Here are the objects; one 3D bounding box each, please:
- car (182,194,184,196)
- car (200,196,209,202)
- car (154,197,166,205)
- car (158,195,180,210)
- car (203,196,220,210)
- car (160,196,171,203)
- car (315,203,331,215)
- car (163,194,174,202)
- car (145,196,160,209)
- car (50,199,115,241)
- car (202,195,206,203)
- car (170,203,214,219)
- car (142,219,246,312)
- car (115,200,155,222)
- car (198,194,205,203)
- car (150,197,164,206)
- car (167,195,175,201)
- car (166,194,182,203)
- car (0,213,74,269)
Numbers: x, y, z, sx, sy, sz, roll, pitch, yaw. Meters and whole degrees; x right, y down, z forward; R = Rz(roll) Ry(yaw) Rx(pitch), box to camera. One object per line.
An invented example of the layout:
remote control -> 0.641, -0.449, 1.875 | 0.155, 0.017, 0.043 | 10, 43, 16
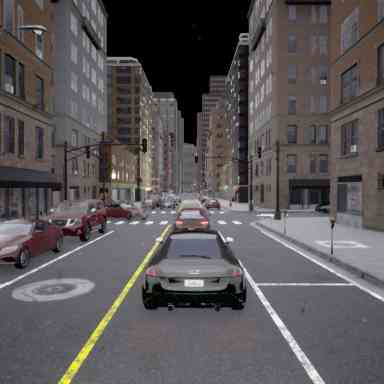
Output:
car -> -3.095, 1.578, 66.786 | 1.812, 1.442, 4.674 | 0, 0, 0
car -> 2.770, 1.616, 77.090 | 1.887, 1.381, 4.507 | -1, 0, 0
car -> -5.738, 1.566, 60.198 | 1.752, 1.417, 4.829 | -1, 0, 0
car -> -3.143, 1.511, 44.373 | 2.128, 1.511, 4.902 | 0, 0, 0
car -> 2.804, 1.600, 43.710 | 1.802, 1.307, 4.206 | -1, 0, 0
car -> -5.750, 1.611, 71.497 | 2.008, 1.369, 4.403 | -1, 0, 0
car -> 14.829, 1.431, 32.250 | 5.357, 1.411, 2.033 | 0, 1, 2
car -> -5.764, 1.399, 82.628 | 2.192, 1.841, 5.009 | -1, 0, 0
car -> -5.721, 1.600, 43.673 | 1.802, 1.307, 4.206 | -1, 0, 0
car -> -5.696, 1.315, 16.673 | 2.192, 1.841, 5.009 | -1, 0, 0
car -> 2.798, 1.550, 49.443 | 1.752, 1.417, 4.829 | -1, 0, 0
car -> 0.003, 1.526, 16.957 | 1.812, 1.442, 4.674 | 0, 0, 0
car -> 0.058, 1.563, 7.820 | 1.994, 1.385, 4.181 | 0, 0, 1
car -> -5.518, 1.571, 26.715 | 4.674, 1.442, 1.812 | -1, -2, 35
car -> 2.782, 1.595, 65.962 | 1.887, 1.381, 4.507 | -1, 0, 0
car -> -5.733, 1.577, 54.803 | 1.887, 1.381, 4.507 | -1, 0, 0
car -> -5.773, 1.546, 93.758 | 1.967, 1.590, 4.097 | -1, 0, 0
car -> -3.145, 1.524, 54.748 | 2.128, 1.511, 4.902 | 0, 0, 0
car -> -5.687, 1.581, 11.091 | 1.802, 1.307, 4.206 | -1, 0, 0
